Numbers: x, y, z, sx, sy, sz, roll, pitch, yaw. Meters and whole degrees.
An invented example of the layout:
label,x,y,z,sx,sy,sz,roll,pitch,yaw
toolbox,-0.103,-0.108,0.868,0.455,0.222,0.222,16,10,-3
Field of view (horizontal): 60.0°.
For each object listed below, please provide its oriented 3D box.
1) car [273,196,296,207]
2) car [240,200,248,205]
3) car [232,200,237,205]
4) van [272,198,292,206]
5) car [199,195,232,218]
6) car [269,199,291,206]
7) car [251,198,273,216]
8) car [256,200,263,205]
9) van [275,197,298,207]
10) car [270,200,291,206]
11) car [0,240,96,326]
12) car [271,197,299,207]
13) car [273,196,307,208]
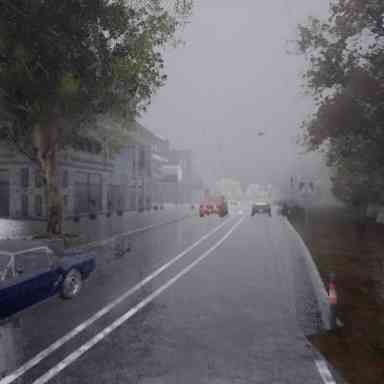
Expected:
label,x,y,z,sx,sy,sz,roll,pitch,yaw
car,18.105,1.775,60.278,5.566,2.045,2.435,1,-2,-9
car,14.129,2.894,90.277,1.994,1.385,4.181,0,-1,11
car,11.375,2.826,90.782,1.882,1.535,5.008,0,-1,11
van,22.585,2.457,83.553,4.442,1.987,1.878,1,-2,-9
car,2.176,1.323,31.984,2.150,2.045,5.566,0,-1,13
car,23.755,2.830,89.374,5.366,1.575,1.946,1,-2,-9
car,6.967,1.616,33.390,1.812,1.442,4.674,0,0,13
car,18.282,2.809,89.907,1.882,1.535,5.008,0,-1,11
van,20.389,2.139,71.919,4.442,1.987,1.878,1,-2,-9
car,23.048,2.786,86.439,4.792,1.488,2.163,1,-2,-9
car,-3.691,1.631,5.952,1.895,1.301,4.718,0,0,13
car,20.857,2.194,74.809,5.566,2.045,2.435,1,-2,-9
car,18.602,1.859,63.163,5.566,2.045,2.435,1,-1,-9
